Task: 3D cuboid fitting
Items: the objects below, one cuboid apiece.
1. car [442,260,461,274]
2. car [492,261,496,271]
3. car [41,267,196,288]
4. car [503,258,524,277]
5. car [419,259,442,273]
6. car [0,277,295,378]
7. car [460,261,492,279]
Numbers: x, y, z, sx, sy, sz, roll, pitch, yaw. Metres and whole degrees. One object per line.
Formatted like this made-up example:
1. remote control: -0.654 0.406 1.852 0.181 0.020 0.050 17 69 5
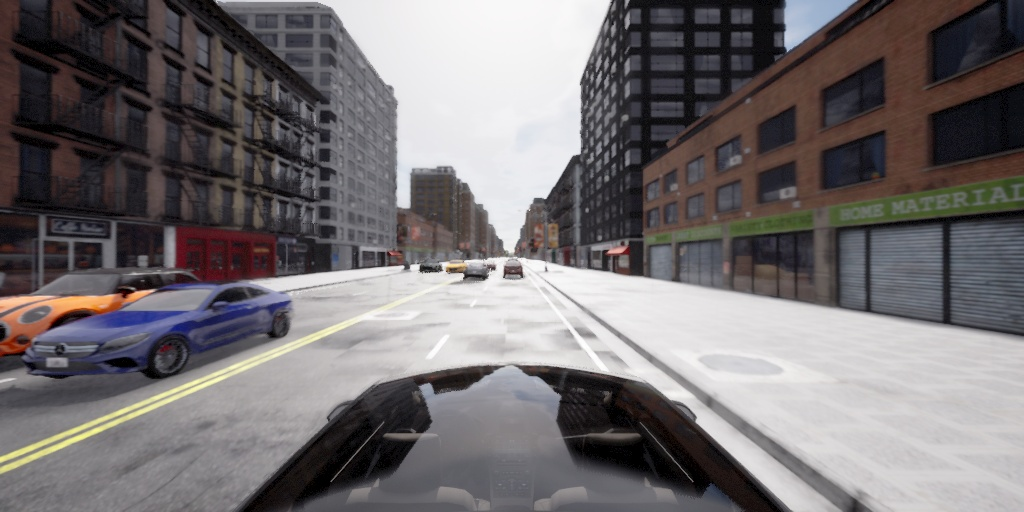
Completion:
1. car: -6.539 1.233 42.259 1.882 1.535 5.008 0 0 0
2. car: -3.138 1.358 49.728 1.895 1.301 4.718 0 0 0
3. car: -9.748 1.102 8.620 2.097 1.767 4.553 0 0 0
4. car: 0.111 1.232 34.864 1.882 1.535 5.008 0 0 0
5. car: -9.780 1.107 43.457 2.097 1.767 4.553 0 0 0
6. car: -6.502 1.276 7.456 1.812 1.442 4.674 0 0 0
7. car: -3.143 1.318 32.088 1.994 1.385 4.181 0 0 0
